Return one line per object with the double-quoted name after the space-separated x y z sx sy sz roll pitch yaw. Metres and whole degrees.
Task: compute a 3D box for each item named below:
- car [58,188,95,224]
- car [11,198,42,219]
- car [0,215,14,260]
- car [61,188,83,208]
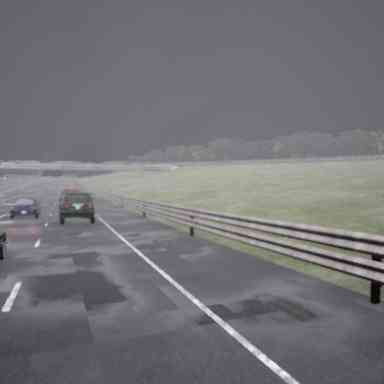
-7.930 0.970 22.952 2.150 2.045 5.566 0 1 -20 "car"
-12.696 1.212 25.625 1.812 1.442 4.674 0 1 -21 "car"
-6.303 1.560 8.969 1.895 1.301 4.718 0 1 -21 "car"
-13.753 0.579 38.014 2.150 2.045 5.566 0 2 -21 "car"
